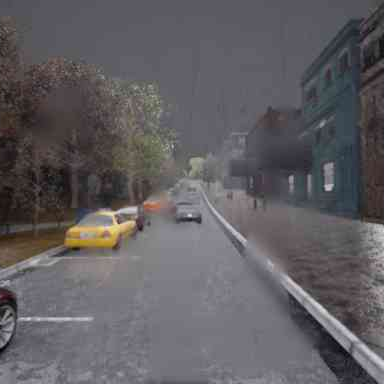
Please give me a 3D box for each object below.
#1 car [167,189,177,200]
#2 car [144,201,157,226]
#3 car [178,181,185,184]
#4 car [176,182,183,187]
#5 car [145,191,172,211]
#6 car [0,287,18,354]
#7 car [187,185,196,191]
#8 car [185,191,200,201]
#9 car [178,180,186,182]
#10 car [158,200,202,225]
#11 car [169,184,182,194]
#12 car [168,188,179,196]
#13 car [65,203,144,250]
[{"bbox_3d":[-3.632,0.875,44.761,1.946,1.575,5.366,1,2,2],"label":"car"},{"bbox_3d":[-3.652,1.510,20.485,2.002,1.452,4.674,0,0,2],"label":"car"},{"bbox_3d":[-3.648,-1.367,84.074,1.946,1.575,5.366,0,3,2],"label":"car"},{"bbox_3d":[-3.657,-0.461,67.168,2.185,1.767,4.553,0,3,2],"label":"car"},{"bbox_3d":[-3.629,1.133,33.742,2.185,1.767,4.553,2,2,2],"label":"car"},{"bbox_3d":[-3.662,1.544,3.100,2.163,1.488,4.792,-1,0,2],"label":"car"},{"bbox_3d":[-0.002,-0.889,77.032,1.812,1.442,4.674,0,4,0],"label":"car"},{"bbox_3d":[0.102,0.979,44.195,2.033,1.411,5.357,0,2,0],"label":"car"},{"bbox_3d":[-3.654,-2.009,95.042,2.163,1.488,4.792,0,3,2],"label":"car"},{"bbox_3d":[-0.812,1.519,24.244,1.994,1.385,4.181,0,1,-19],"label":"car"},{"bbox_3d":[-3.656,-0.125,61.607,2.185,1.767,4.553,0,3,2],"label":"car"},{"bbox_3d":[-3.636,0.630,50.495,2.231,1.521,4.892,1,3,2],"label":"car"},{"bbox_3d":[-3.645,1.481,14.348,1.946,1.575,5.366,0,1,2],"label":"car"}]
